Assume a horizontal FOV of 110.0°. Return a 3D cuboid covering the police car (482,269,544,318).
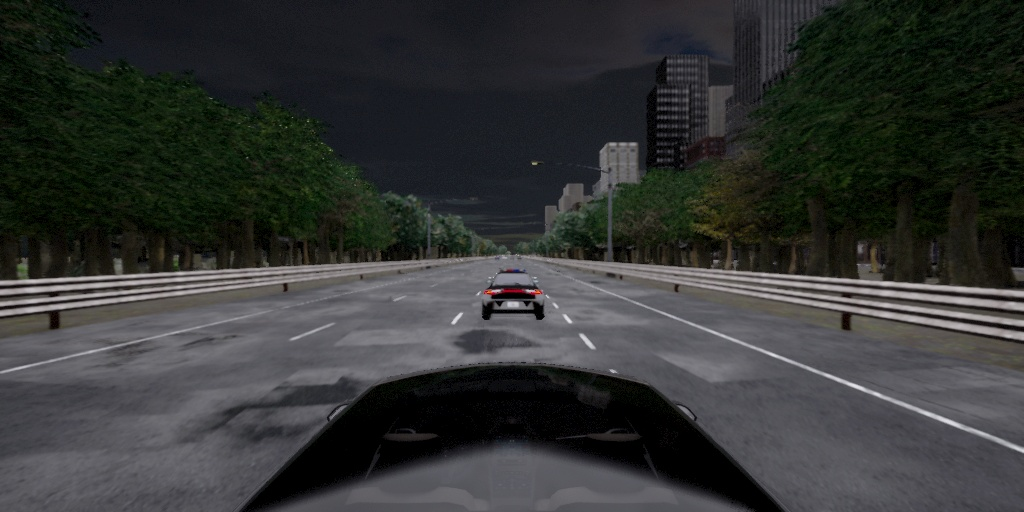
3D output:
[{"bbox_3d":[0.028,1.264,12.982,2.038,1.542,4.974,0,0,0],"label":"police car"}]
